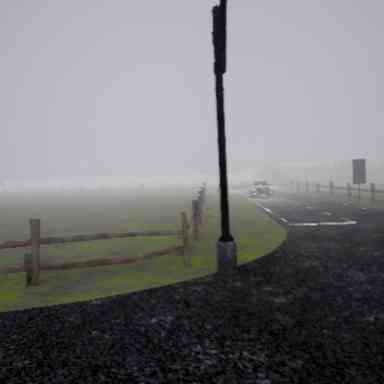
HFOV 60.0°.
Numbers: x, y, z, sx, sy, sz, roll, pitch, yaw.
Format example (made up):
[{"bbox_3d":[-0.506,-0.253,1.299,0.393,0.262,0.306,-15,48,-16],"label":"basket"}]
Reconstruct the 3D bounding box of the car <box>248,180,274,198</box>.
[{"bbox_3d":[6.953,-0.403,34.017,2.097,1.767,4.553,-3,2,4],"label":"car"}]
